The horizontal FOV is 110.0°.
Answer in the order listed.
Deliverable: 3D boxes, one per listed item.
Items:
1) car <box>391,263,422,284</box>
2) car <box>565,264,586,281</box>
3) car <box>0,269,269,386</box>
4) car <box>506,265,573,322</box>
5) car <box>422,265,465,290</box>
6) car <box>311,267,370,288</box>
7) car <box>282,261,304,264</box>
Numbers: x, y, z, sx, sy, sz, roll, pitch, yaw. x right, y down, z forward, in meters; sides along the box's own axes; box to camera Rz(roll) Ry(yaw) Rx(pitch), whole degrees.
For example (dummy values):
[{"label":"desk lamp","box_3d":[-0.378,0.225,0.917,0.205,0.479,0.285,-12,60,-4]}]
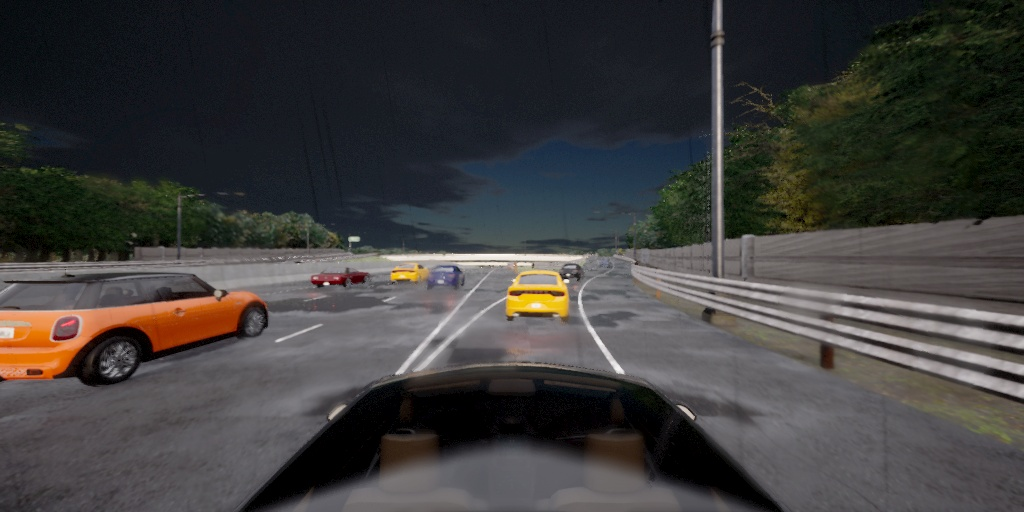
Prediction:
[{"label":"car","box_3d":[-7.566,1.261,27.008,1.882,1.535,5.008,0,0,-1]},{"label":"car","box_3d":[5.264,1.405,31.573,1.812,1.442,4.674,-1,-1,17]},{"label":"car","box_3d":[-7.089,1.084,7.079,2.097,1.767,4.553,0,0,-1]},{"label":"car","box_3d":[0.979,1.244,12.559,1.882,1.535,5.008,0,0,7]},{"label":"car","box_3d":[-4.058,1.300,22.488,1.812,1.442,4.674,0,0,-1]},{"label":"car","box_3d":[-10.980,1.352,23.355,1.895,1.301,4.718,0,0,-1]},{"label":"car","box_3d":[-29.228,1.407,47.472,1.837,1.490,4.892,0,-1,-1]}]
